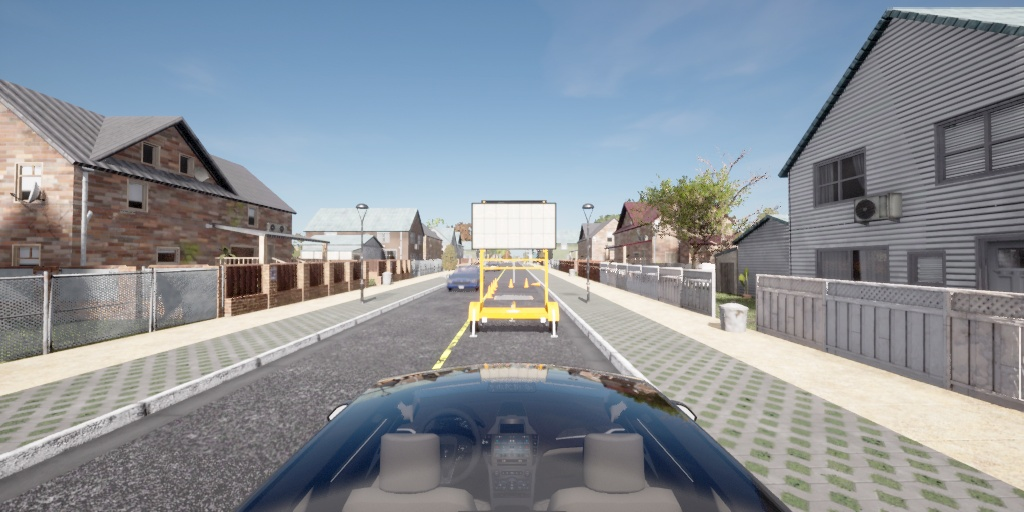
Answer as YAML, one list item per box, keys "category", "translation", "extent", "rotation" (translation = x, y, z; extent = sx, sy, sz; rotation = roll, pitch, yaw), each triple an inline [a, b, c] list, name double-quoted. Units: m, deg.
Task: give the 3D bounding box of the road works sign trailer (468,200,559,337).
- category: "road works sign trailer"
  translation: [0.057, 0.220, 10.260]
  extent: [2.380, 3.560, 2.880]
  rotation: [0, 0, 1]

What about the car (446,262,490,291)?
- category: "car"
  translation: [-2.749, 1.321, 22.206]
  extent: [2.033, 1.411, 5.357]
  rotation: [0, 0, 0]

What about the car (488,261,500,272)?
- category: "car"
  translation: [-2.527, 1.336, 47.801]
  extent: [2.128, 1.511, 4.902]
  rotation: [0, 0, 0]
